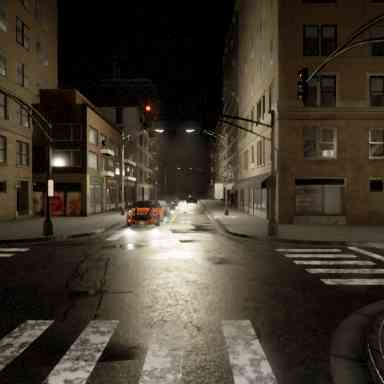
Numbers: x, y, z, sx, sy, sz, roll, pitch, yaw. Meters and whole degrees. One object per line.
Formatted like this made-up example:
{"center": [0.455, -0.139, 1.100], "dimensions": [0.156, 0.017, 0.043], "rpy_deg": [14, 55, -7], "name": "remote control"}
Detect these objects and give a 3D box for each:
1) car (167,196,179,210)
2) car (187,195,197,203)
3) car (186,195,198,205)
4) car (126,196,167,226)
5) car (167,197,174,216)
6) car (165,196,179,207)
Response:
{"center": [-3.171, 1.328, 42.273], "dimensions": [2.097, 1.767, 4.553], "rpy_deg": [0, 0, 0], "name": "car"}
{"center": [-0.035, 1.444, 69.671], "dimensions": [2.128, 1.511, 4.902], "rpy_deg": [0, 0, 0], "name": "car"}
{"center": [-0.013, 1.453, 59.308], "dimensions": [2.128, 1.511, 4.902], "rpy_deg": [0, 0, 0], "name": "car"}
{"center": [-3.140, 1.344, 23.033], "dimensions": [2.097, 1.767, 4.553], "rpy_deg": [0, 0, 0], "name": "car"}
{"center": [-3.159, 1.531, 32.488], "dimensions": [2.033, 1.411, 5.357], "rpy_deg": [0, 0, 0], "name": "car"}
{"center": [-3.158, 1.445, 52.629], "dimensions": [1.882, 1.535, 5.008], "rpy_deg": [0, 0, 0], "name": "car"}
